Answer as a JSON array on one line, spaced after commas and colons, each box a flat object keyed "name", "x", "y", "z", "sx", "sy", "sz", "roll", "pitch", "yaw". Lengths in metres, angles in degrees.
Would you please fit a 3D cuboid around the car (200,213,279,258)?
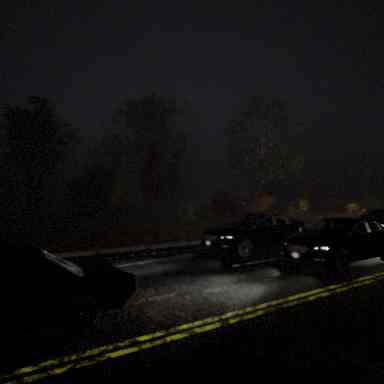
[{"name": "car", "x": 2.591, "y": 1.608, "z": 13.414, "sx": 4.902, "sy": 1.511, "sz": 2.128, "roll": 1, "pitch": -1, "yaw": -35}]

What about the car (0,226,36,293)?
[{"name": "car", "x": -6.155, "y": 1.591, "z": 7.252, "sx": 4.718, "sy": 1.301, "sz": 1.895, "roll": 1, "pitch": 0, "yaw": -35}]

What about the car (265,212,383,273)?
[{"name": "car", "x": 5.049, "y": 1.616, "z": 11.182, "sx": 4.902, "sy": 1.511, "sz": 2.128, "roll": 1, "pitch": 0, "yaw": -35}]

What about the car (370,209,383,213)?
[{"name": "car", "x": 11.405, "y": 1.735, "z": 19.678, "sx": 5.008, "sy": 1.535, "sz": 1.882, "roll": 1, "pitch": -1, "yaw": -35}]

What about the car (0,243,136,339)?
[{"name": "car", "x": -3.399, "y": 1.603, "z": 5.223, "sx": 4.718, "sy": 1.301, "sz": 1.895, "roll": 1, "pitch": 0, "yaw": -35}]
